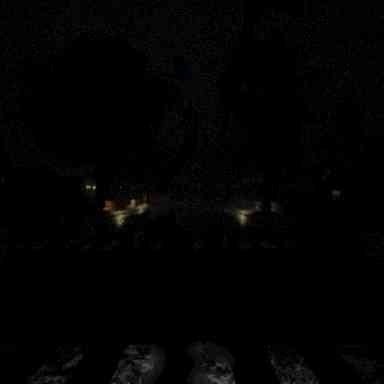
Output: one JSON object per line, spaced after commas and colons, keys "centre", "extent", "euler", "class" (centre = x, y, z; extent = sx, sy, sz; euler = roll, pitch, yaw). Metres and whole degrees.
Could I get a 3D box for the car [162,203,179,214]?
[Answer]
{"centre": [-2.884, 2.228, 45.977], "extent": [1.812, 1.442, 4.674], "euler": [0, 0, 0], "class": "car"}
